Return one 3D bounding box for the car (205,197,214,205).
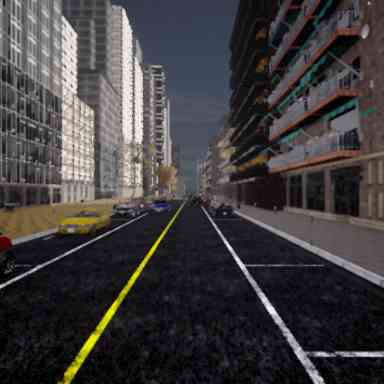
[{"bbox_3d":[2.681,1.475,34.841,2.008,1.369,4.403,0,0,0],"label":"car"}]

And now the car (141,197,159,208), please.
[{"bbox_3d":[-5.702,1.448,45.904,1.887,1.381,4.507,0,0,0],"label":"car"}]

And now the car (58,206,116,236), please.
[{"bbox_3d":[-5.695,1.483,18.071,1.752,1.417,4.829,0,0,0],"label":"car"}]

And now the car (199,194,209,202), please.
[{"bbox_3d":[2.671,1.306,73.569,1.967,1.590,4.097,0,0,0],"label":"car"}]

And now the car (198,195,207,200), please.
[{"bbox_3d":[2.668,1.405,84.634,2.008,1.369,4.403,0,0,0],"label":"car"}]

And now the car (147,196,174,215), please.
[{"bbox_3d":[-3.101,1.452,33.398,1.812,1.442,4.674,0,0,0],"label":"car"}]

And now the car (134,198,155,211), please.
[{"bbox_3d":[-5.701,1.464,40.371,2.008,1.369,4.403,0,0,0],"label":"car"}]

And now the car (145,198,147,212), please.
[{"bbox_3d":[-5.699,1.364,34.840,1.967,1.590,4.097,0,0,0],"label":"car"}]

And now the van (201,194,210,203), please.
[{"bbox_3d":[2.672,1.214,68.036,1.690,1.788,3.998,0,0,0],"label":"van"}]

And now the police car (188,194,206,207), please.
[{"bbox_3d":[0.796,1.322,50.242,1.930,1.638,5.238,0,0,2],"label":"police car"}]

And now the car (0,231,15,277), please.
[{"bbox_3d":[-5.692,1.422,7.175,1.967,1.590,4.097,0,0,0],"label":"car"}]

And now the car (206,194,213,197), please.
[{"bbox_3d":[2.677,1.335,51.438,1.967,1.590,4.097,0,0,0],"label":"car"}]

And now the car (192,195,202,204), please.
[{"bbox_3d":[0.885,1.338,60.297,1.801,1.575,5.366,0,0,0],"label":"car"}]

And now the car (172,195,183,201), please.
[{"bbox_3d":[-3.020,1.377,74.740,1.895,1.301,4.718,0,0,0],"label":"car"}]

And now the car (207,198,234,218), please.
[{"bbox_3d":[2.683,1.486,29.308,2.008,1.369,4.403,0,0,0],"label":"car"}]

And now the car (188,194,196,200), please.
[{"bbox_3d":[-0.021,1.209,84.528,1.882,1.535,5.008,0,0,0],"label":"car"}]

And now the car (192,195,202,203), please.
[{"bbox_3d":[0.883,1.353,66.107,1.882,1.535,5.008,0,0,0],"label":"car"}]

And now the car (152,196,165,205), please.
[{"bbox_3d":[-5.705,1.412,56.799,1.752,1.417,4.829,0,0,0],"label":"car"}]

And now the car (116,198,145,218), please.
[{"bbox_3d":[-5.698,1.485,29.307,2.008,1.369,4.403,0,0,0],"label":"car"}]

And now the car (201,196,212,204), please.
[{"bbox_3d":[2.674,1.461,62.504,1.802,1.307,4.206,0,0,0],"label":"car"}]

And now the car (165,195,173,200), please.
[{"bbox_3d":[-5.712,1.379,84.463,1.752,1.417,4.829,0,0,0],"label":"car"}]
